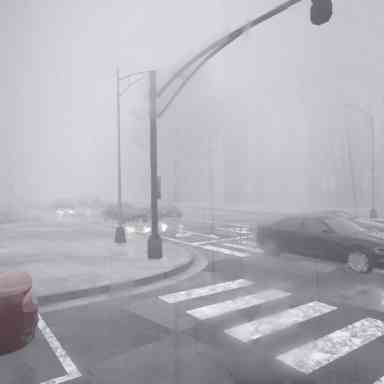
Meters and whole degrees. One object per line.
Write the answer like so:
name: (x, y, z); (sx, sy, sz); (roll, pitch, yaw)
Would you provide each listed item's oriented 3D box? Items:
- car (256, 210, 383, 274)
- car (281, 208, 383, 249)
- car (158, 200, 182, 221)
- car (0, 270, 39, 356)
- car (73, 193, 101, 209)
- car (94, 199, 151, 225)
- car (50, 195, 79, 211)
car: (4.330, 1.477, 10.890); (1.882, 1.535, 5.008); (-1, 0, -36)
car: (6.402, 1.508, 15.005); (4.181, 1.385, 1.994); (0, 1, 41)
car: (-2.592, 1.371, 26.166); (1.812, 1.442, 4.674); (-1, 1, -35)
car: (-4.179, 1.545, 3.677); (4.507, 1.381, 1.887); (0, -1, -36)
car: (-11.967, 1.065, 39.315); (2.097, 1.767, 4.553); (-1, 1, -35)
car: (-4.882, 1.443, 23.784); (2.033, 1.411, 5.357); (-1, 1, -36)
car: (-14.594, 1.326, 37.404); (1.994, 1.385, 4.181); (-1, 1, -35)
